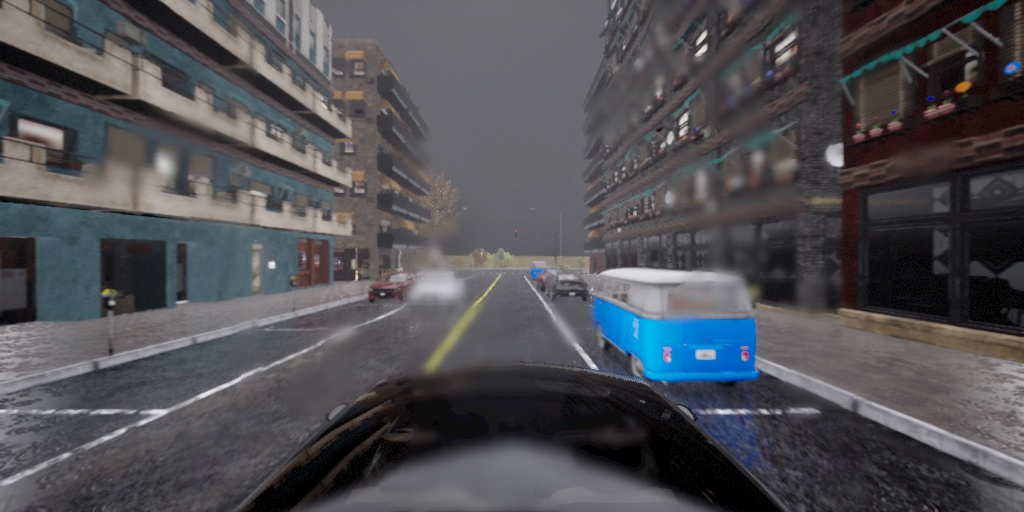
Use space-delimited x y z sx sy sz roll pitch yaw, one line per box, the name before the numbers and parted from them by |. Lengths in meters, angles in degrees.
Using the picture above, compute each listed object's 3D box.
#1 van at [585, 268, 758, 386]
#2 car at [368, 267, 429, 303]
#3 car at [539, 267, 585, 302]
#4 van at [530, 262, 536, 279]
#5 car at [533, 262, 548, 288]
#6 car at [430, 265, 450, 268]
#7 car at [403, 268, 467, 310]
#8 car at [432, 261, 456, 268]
van | 2.687 1.146 6.796 1.690 1.789 3.998 0 0 0
car | -5.698 1.469 18.074 1.888 1.381 4.507 0 0 0
car | 2.683 1.475 18.126 2.007 1.370 4.403 0 0 0
van | 2.677 1.439 35.119 1.690 1.789 3.998 0 0 0
car | 2.681 1.423 23.791 1.967 1.591 4.097 0 0 0
car | -5.700 1.533 23.739 2.007 1.370 4.403 0 0 0
car | -3.107 1.426 15.808 1.812 1.442 4.674 0 -1 0
car | -5.702 1.355 29.403 2.192 1.841 5.009 0 0 0
